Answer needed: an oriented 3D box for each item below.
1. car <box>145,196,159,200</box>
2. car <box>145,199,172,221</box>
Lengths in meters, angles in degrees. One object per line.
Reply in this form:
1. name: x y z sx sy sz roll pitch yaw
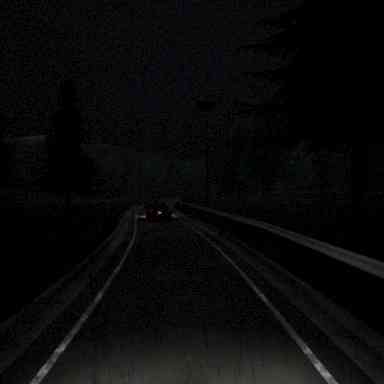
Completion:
1. car: -5.053 1.362 43.435 2.097 1.767 4.553 0 0 -6
2. car: -2.771 1.570 27.482 1.994 1.385 4.181 0 0 -9
